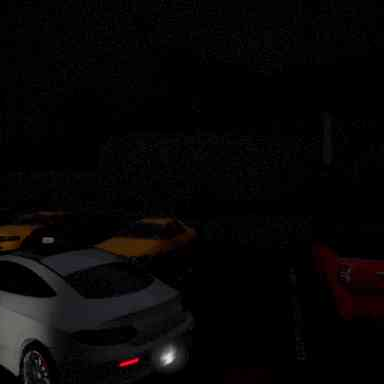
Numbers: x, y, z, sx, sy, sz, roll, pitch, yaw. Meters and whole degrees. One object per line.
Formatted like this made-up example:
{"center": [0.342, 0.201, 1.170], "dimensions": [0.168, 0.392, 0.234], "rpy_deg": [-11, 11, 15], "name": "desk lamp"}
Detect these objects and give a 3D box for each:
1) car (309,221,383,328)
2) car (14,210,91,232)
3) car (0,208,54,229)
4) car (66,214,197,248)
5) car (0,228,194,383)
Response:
{"center": [3.638, 1.366, 6.853], "dimensions": [2.185, 1.767, 4.553], "rpy_deg": [0, -1, 15], "name": "car"}
{"center": [-3.635, 1.511, 12.107], "dimensions": [2.163, 1.488, 4.792], "rpy_deg": [0, -1, 15], "name": "car"}
{"center": [-6.116, 1.470, 13.631], "dimensions": [1.946, 1.575, 5.366], "rpy_deg": [1, -1, 15], "name": "car"}
{"center": [-1.259, 1.481, 10.166], "dimensions": [1.946, 1.575, 5.366], "rpy_deg": [1, -1, 16], "name": "car"}
{"center": [-2.128, 1.522, 4.895], "dimensions": [4.674, 1.442, 1.812], "rpy_deg": [0, 0, 35], "name": "car"}
